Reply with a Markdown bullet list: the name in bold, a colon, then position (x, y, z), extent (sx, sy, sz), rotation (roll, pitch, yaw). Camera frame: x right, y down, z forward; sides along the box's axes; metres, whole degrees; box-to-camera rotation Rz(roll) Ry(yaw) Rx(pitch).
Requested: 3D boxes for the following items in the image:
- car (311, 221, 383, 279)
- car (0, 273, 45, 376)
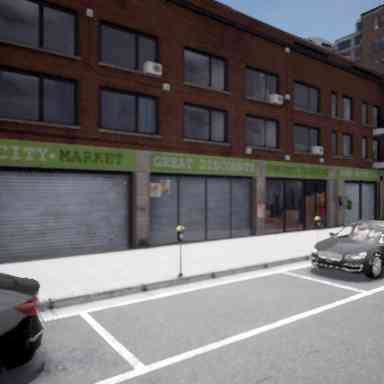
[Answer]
- **car**: position (5.397, 1.575, 10.039), extent (4.403, 1.369, 2.008), rotation (0, 0, -36)
- **car**: position (-3.855, 1.563, 3.439), extent (4.313, 1.339, 1.947), rotation (0, 0, -36)
